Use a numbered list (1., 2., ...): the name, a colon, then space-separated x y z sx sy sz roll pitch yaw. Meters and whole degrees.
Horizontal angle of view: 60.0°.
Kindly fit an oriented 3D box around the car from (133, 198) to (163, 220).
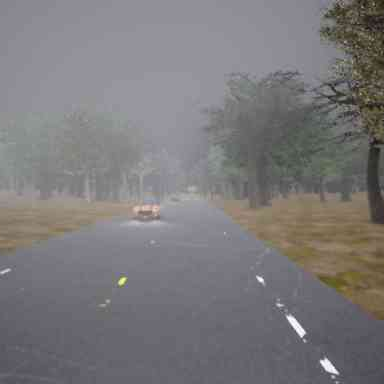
1. car: -3.604 1.318 27.800 2.097 1.767 4.553 0 0 0

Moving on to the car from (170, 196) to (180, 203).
1. car: -3.516 1.469 69.810 2.033 1.411 5.357 0 0 0

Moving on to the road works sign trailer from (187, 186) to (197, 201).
1. road works sign trailer: -0.034 0.393 78.413 2.380 3.560 2.880 0 0 0
